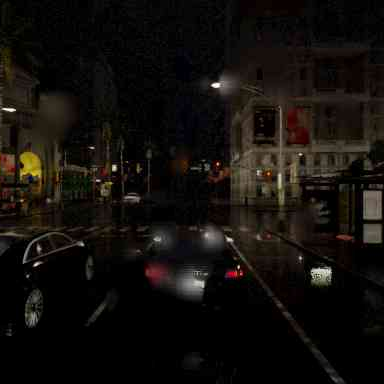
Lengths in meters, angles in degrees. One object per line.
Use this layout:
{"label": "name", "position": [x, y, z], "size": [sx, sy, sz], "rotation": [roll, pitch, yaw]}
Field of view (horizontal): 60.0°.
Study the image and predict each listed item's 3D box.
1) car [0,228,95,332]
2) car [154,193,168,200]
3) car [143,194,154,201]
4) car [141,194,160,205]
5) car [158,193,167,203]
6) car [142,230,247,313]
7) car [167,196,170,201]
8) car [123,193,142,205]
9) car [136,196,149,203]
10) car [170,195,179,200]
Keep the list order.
{"label": "car", "position": [-3.452, 1.492, 6.816], "size": [2.128, 1.511, 4.902], "rotation": [0, 0, 0]}
{"label": "car", "position": [-8.794, 1.225, 94.970], "size": [2.150, 2.045, 5.566], "rotation": [0, 0, 16]}
{"label": "car", "position": [-10.600, 1.355, 82.092], "size": [2.097, 1.767, 4.553], "rotation": [0, 0, 0]}
{"label": "car", "position": [-7.167, 1.564, 58.103], "size": [1.994, 1.385, 4.181], "rotation": [0, 0, 0]}
{"label": "car", "position": [-7.102, 1.355, 71.389], "size": [2.097, 1.767, 4.553], "rotation": [0, 0, 0]}
{"label": "car", "position": [0.053, 1.564, 7.749], "size": [1.994, 1.385, 4.181], "rotation": [0, 0, 0]}
{"label": "car", "position": [-7.105, 1.524, 81.928], "size": [1.812, 1.442, 4.674], "rotation": [0, 0, 0]}
{"label": "car", "position": [-10.657, 1.223, 58.964], "size": [2.150, 2.045, 5.566], "rotation": [0, 0, 0]}
{"label": "car", "position": [-10.602, 1.540, 71.790], "size": [2.033, 1.411, 5.357], "rotation": [0, 0, 0]}
{"label": "car", "position": [-5.228, 1.478, 94.694], "size": [1.882, 1.535, 5.008], "rotation": [0, 0, 16]}
